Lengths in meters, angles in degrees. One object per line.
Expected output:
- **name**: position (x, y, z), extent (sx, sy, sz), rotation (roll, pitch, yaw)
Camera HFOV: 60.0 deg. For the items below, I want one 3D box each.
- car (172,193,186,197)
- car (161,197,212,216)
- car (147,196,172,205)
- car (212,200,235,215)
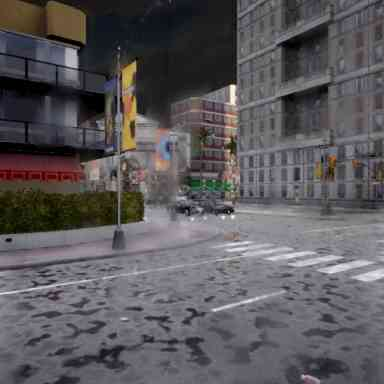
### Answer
- **car**: position (-2.555, 1.225, 62.281), extent (2.150, 2.045, 5.566), rotation (0, 0, -15)
- **car**: position (-0.646, 1.493, 32.189), extent (2.128, 1.511, 4.902), rotation (0, 0, -35)
- **car**: position (-6.267, 1.508, 59.597), extent (1.837, 1.490, 4.892), rotation (0, 0, -44)
- **car**: position (2.037, 1.550, 34.454), extent (2.033, 1.411, 5.357), rotation (0, 0, -35)
